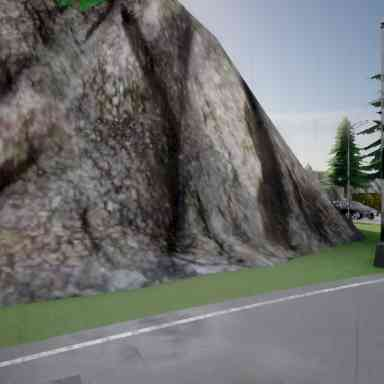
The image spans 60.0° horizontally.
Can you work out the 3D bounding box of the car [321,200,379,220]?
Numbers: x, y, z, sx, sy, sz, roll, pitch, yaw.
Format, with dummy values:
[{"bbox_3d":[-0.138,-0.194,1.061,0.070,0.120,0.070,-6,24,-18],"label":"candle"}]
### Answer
[{"bbox_3d":[13.420,1.492,28.473,2.128,1.511,4.902,0,0,-25],"label":"car"}]
